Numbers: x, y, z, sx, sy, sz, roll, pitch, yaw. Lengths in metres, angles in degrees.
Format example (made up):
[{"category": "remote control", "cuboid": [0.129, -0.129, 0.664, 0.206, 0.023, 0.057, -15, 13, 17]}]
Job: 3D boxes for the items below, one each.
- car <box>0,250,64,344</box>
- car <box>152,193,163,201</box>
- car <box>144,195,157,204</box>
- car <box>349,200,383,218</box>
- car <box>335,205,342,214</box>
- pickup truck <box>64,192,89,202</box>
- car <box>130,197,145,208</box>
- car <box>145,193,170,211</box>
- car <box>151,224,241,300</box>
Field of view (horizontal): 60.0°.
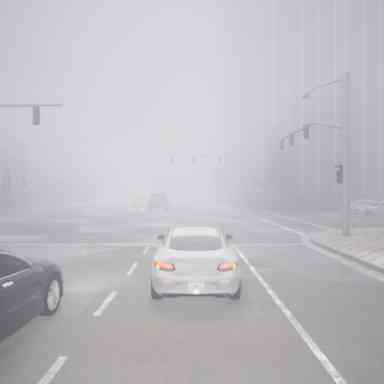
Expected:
[{"category": "car", "cuboid": [-3.434, 1.501, 4.603, 1.837, 1.490, 4.892, 0, 0, 1]}, {"category": "car", "cuboid": [-8.121, 1.187, 78.172, 2.097, 1.767, 4.553, 0, 0, -1]}, {"category": "car", "cuboid": [-7.969, 1.456, 64.163, 1.837, 1.490, 4.892, 0, 1, 0]}, {"category": "car", "cuboid": [16.467, 1.505, 29.054, 4.674, 1.442, 1.812, 0, 0, -1]}, {"category": "car", "cuboid": [16.453, 1.502, 32.554, 4.674, 1.442, 1.812, 0, 0, -1]}, {"category": "pickup truck", "cuboid": [-24.637, 1.009, 70.311, 2.390, 2.098, 6.274, 0, 0, 30]}, {"category": "car", "cuboid": [-7.796, 1.443, 48.714, 1.882, 1.535, 5.008, 0, 1, -1]}, {"category": "car", "cuboid": [-3.988, 1.192, 40.547, 2.150, 2.045, 5.566, 0, 0, -1]}, {"category": "car", "cuboid": [0.080, 1.520, 8.252, 1.812, 1.442, 4.674, 0, 0, 0]}]
